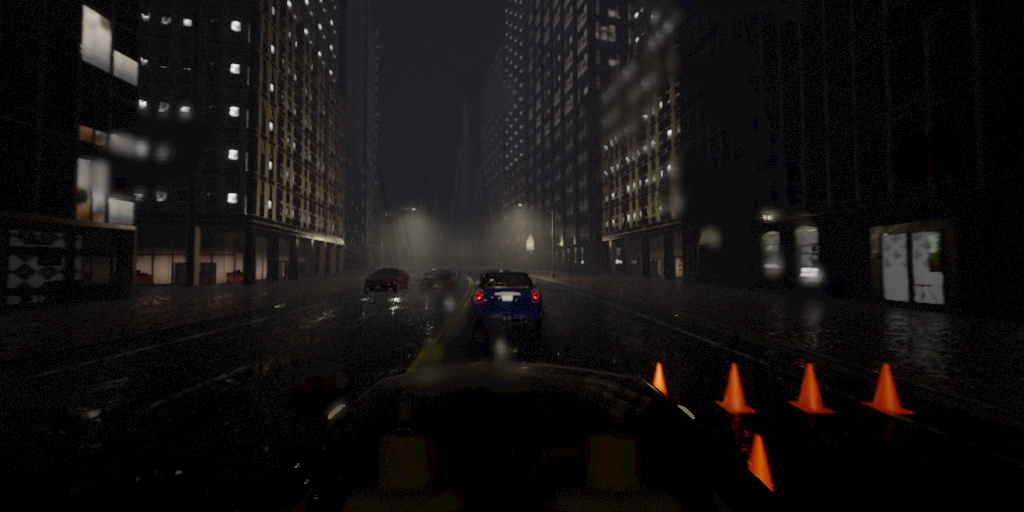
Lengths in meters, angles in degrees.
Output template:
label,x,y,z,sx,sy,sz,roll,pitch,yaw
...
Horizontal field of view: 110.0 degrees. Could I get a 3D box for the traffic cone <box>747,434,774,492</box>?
label,x,y,z,sx,sy,sz,roll,pitch,yaw
traffic cone,1.951,1.715,2.836,0.340,0.580,0.340,0,0,1

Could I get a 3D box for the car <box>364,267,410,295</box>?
label,x,y,z,sx,sy,sz,roll,pitch,yaw
car,-7.581,1.463,22.138,1.882,1.535,5.008,0,-1,-5

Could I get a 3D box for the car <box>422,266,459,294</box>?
label,x,y,z,sx,sy,sz,roll,pitch,yaw
car,-4.344,1.552,22.273,1.994,1.385,4.181,0,-1,-5

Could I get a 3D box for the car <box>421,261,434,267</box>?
label,x,y,z,sx,sy,sz,roll,pitch,yaw
car,-14.623,1.612,62.205,2.128,1.511,4.902,0,-1,-15

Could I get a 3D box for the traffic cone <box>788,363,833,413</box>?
label,x,y,z,sx,sy,sz,roll,pitch,yaw
traffic cone,3.988,1.735,4.798,0.340,0.580,0.340,0,0,1

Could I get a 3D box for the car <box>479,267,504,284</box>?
label,x,y,z,sx,sy,sz,roll,pitch,yaw
car,-1.909,1.707,31.879,1.895,1.301,4.718,0,-1,-7

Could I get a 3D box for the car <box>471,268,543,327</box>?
label,x,y,z,sx,sy,sz,roll,pitch,yaw
car,-0.217,1.220,12.148,2.097,1.767,4.553,0,-1,-2

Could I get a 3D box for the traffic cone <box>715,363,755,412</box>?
label,x,y,z,sx,sy,sz,roll,pitch,yaw
traffic cone,2.989,1.736,4.817,0.340,0.580,0.340,0,0,1

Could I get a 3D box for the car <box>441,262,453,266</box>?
label,x,y,z,sx,sy,sz,roll,pitch,yaw
car,-11.487,1.736,63.057,2.128,1.511,4.902,0,-1,-15

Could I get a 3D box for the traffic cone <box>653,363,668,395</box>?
label,x,y,z,sx,sy,sz,roll,pitch,yaw
traffic cone,1.989,1.738,4.836,0.340,0.580,0.340,0,0,1

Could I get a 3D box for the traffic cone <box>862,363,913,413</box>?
label,x,y,z,sx,sy,sz,roll,pitch,yaw
traffic cone,4.988,1.733,4.779,0.340,0.580,0.340,0,0,1
